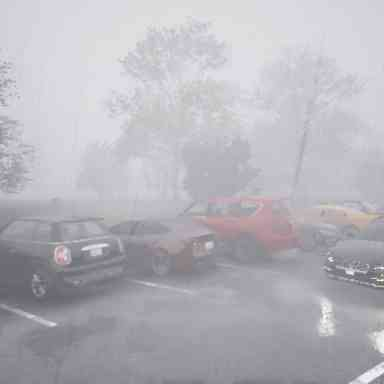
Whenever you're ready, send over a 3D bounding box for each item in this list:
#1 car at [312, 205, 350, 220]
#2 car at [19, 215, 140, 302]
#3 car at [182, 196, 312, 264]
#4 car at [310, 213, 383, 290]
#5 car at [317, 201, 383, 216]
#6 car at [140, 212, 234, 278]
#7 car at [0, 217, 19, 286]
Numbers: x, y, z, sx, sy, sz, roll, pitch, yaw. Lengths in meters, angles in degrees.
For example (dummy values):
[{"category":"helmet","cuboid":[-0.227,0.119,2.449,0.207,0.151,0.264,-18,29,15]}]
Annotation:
[{"category":"car","cuboid":[3.461,1.417,13.581,4.892,1.521,2.231,-1,-1,35]},{"category":"car","cuboid":[-3.830,1.359,8.448,4.553,1.767,2.185,-1,0,34]},{"category":"car","cuboid":[0.987,1.198,11.894,5.566,2.045,2.435,-1,0,35]},{"category":"car","cuboid":[5.390,1.449,8.521,4.892,1.490,1.837,-1,0,-35]},{"category":"car","cuboid":[5.917,1.372,15.250,5.008,1.535,2.097,-1,0,35]},{"category":"car","cuboid":[-1.448,1.502,10.191,4.792,1.488,2.163,-1,0,35]},{"category":"car","cuboid":[-6.255,1.236,6.732,5.566,2.045,2.435,-1,-1,34]}]
